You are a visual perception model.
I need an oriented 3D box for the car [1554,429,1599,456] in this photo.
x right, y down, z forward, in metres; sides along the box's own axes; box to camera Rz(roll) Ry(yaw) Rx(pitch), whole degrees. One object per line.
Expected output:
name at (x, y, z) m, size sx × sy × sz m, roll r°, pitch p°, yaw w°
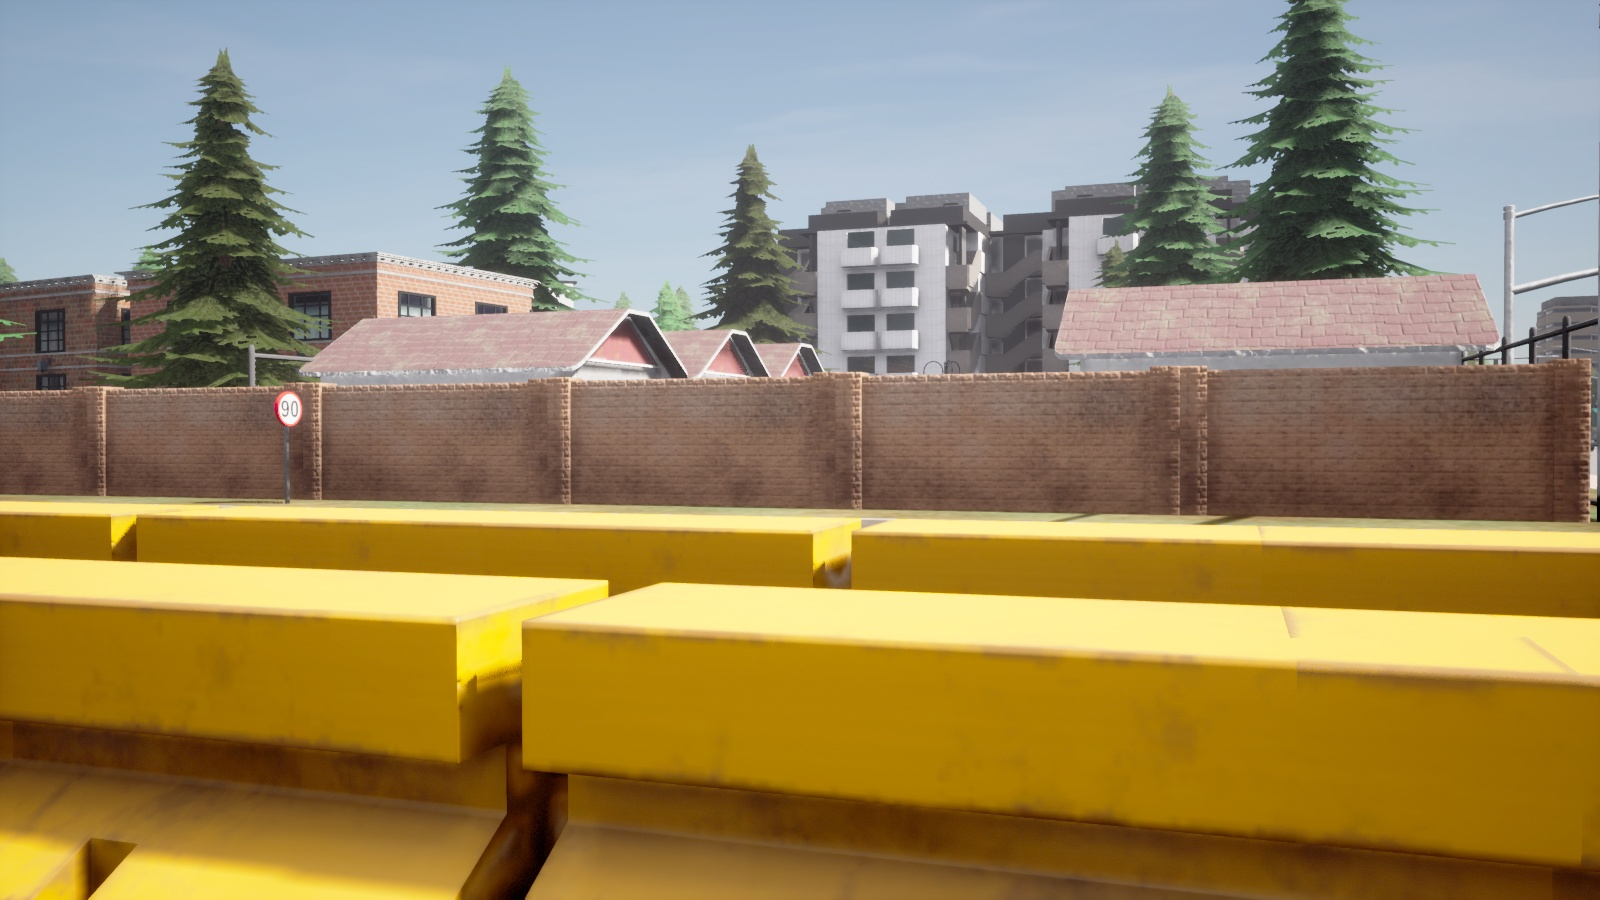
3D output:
car at (50.152, -0.497, 80.589) m, size 2.152 × 1.651 × 5.027 m, roll 1°, pitch 1°, yaw 20°
